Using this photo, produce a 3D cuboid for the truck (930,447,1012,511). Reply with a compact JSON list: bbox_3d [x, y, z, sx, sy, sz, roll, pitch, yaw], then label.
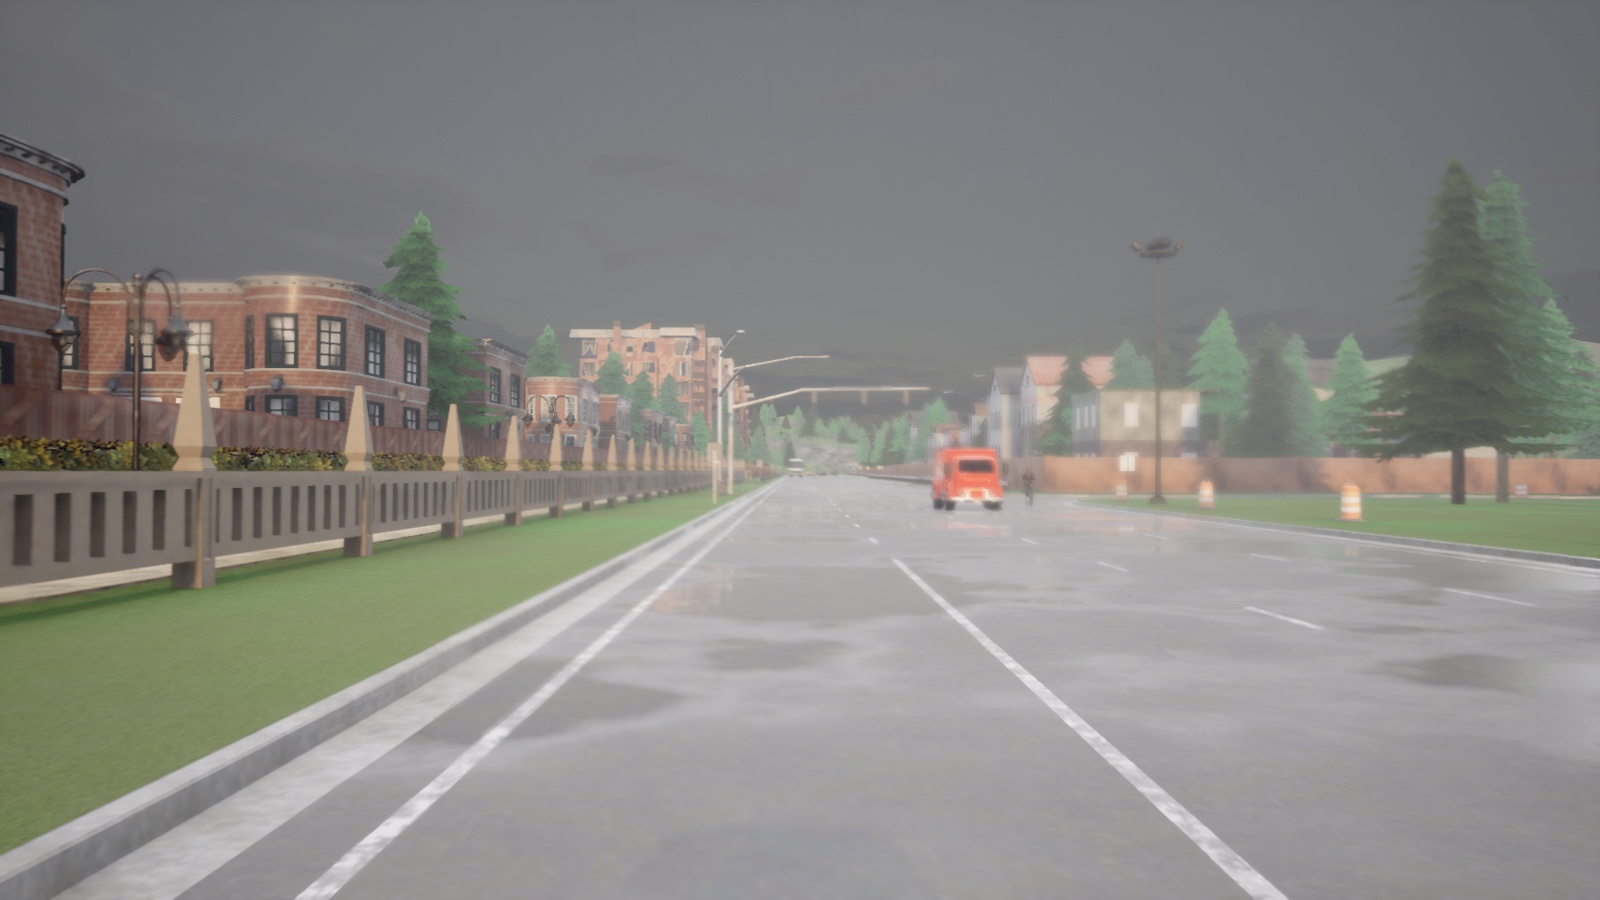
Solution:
[{"bbox_3d":[6.873,1.154,51.090,2.627,2.467,5.204,0,-1,0],"label":"truck"}]
